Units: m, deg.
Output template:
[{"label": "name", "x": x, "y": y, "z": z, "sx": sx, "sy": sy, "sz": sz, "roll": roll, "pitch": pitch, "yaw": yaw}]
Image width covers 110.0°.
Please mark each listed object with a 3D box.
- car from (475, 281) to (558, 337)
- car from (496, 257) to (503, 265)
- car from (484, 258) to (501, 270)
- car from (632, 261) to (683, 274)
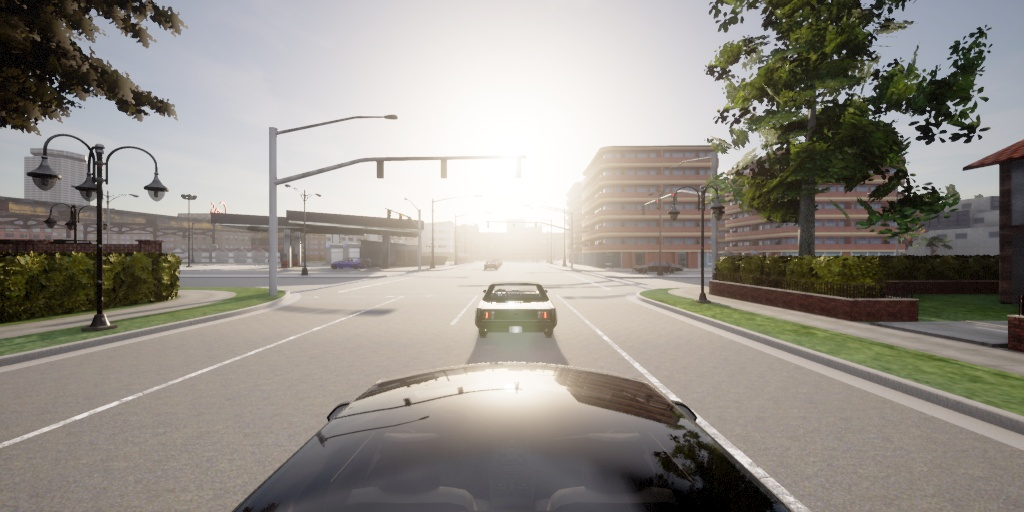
[{"label": "car", "x": 0.098, "y": 1.351, "z": 10.240, "sx": 1.895, "sy": 1.301, "sz": 4.718, "roll": 0, "pitch": 0, "yaw": 0}, {"label": "car", "x": -3.146, "y": 1.314, "z": 62.473, "sx": 1.994, "sy": 1.385, "sz": 4.181, "roll": 0, "pitch": 0, "yaw": 0}, {"label": "car", "x": -3.054, "y": 1.351, "z": 52.558, "sx": 1.895, "sy": 1.301, "sz": 4.718, "roll": 0, "pitch": 0, "yaw": -1}, {"label": "car", "x": 16.639, "y": 1.297, "z": 41.043, "sx": 5.357, "sy": 1.411, "sz": 2.033, "roll": 0, "pitch": 0, "yaw": 1}]
